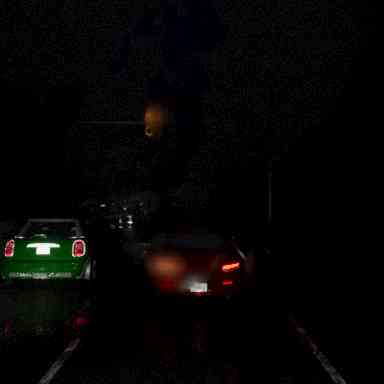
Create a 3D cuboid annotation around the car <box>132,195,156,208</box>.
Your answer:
[{"bbox_3d":[-6.765,1.492,46.830,2.128,1.511,4.902,0,0,1],"label":"car"}]

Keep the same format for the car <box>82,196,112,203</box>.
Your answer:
[{"bbox_3d":[-10.394,1.477,35.125,1.882,1.535,5.008,0,0,2],"label":"car"}]

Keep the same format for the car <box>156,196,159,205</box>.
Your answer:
[{"bbox_3d":[-6.682,1.428,56.384,1.837,1.490,4.892,0,2,1],"label":"car"}]

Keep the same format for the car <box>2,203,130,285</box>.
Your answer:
[{"bbox_3d":[-3.360,1.352,9.659,2.097,1.767,4.553,0,0,0],"label":"car"}]

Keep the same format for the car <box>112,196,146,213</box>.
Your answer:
[{"bbox_3d":[-6.846,1.492,36.698,2.128,1.511,4.902,0,0,1],"label":"car"}]

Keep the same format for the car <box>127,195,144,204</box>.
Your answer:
[{"bbox_3d":[-10.137,1.312,59.914,2.128,1.511,4.902,0,2,1],"label":"car"}]

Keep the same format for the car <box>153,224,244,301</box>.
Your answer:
[{"bbox_3d":[0.132,1.526,8.192,1.812,1.442,4.674,0,0,0],"label":"car"}]

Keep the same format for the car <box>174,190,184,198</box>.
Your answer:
[{"bbox_3d":[-2.927,0.510,76.557,2.128,1.511,4.902,0,3,0],"label":"car"}]

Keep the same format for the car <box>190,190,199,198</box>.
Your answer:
[{"bbox_3d":[0.575,0.473,76.766,1.837,1.490,4.892,0,3,0],"label":"car"}]

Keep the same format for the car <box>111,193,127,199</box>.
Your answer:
[{"bbox_3d":[-10.273,1.223,46.287,2.150,2.045,5.566,0,0,1],"label":"car"}]

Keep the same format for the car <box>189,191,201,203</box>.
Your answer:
[{"bbox_3d":[0.565,0.999,63.650,2.097,1.767,4.553,0,3,0],"label":"car"}]

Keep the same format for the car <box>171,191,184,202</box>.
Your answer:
[{"bbox_3d":[-2.934,1.124,63.710,1.882,1.535,5.008,0,3,0],"label":"car"}]
